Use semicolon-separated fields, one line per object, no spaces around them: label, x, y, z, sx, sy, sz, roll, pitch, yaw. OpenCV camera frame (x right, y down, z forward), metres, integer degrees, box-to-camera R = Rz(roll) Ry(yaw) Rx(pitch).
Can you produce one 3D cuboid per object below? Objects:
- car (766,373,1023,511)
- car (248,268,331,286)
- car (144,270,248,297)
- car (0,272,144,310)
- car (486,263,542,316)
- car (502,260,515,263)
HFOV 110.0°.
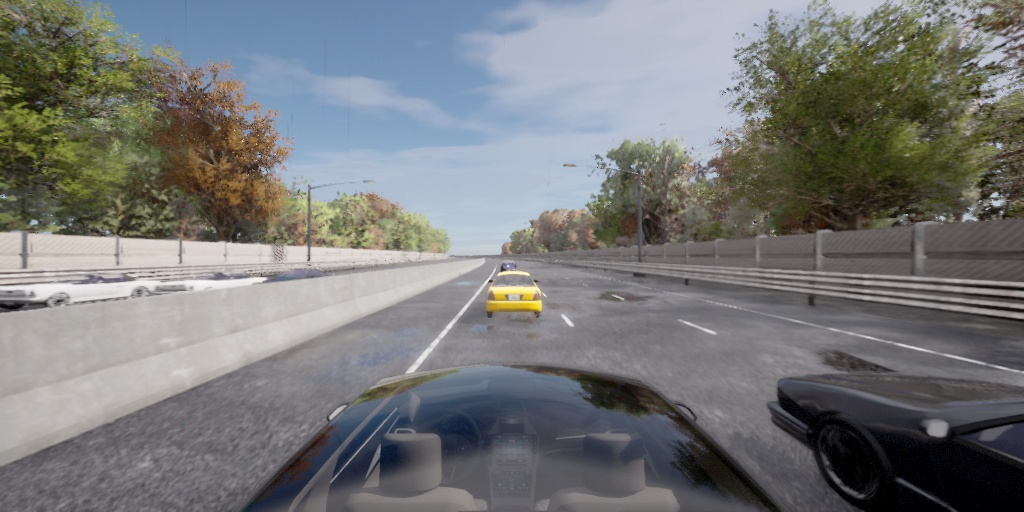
car;3.600;1.296;1.249;2.033;1.411;5.357;0;0;-1
car;-10.625;1.321;18.051;1.994;1.385;4.181;0;0;0
car;-14.122;1.357;17.140;1.895;1.301;4.718;0;0;0
car;-17.621;1.357;14.775;1.895;1.301;4.718;0;0;0
car;0.049;1.211;13.236;1.801;1.575;5.366;0;0;0
car;-0.441;1.269;44.370;2.163;1.488;4.792;0;0;-1
